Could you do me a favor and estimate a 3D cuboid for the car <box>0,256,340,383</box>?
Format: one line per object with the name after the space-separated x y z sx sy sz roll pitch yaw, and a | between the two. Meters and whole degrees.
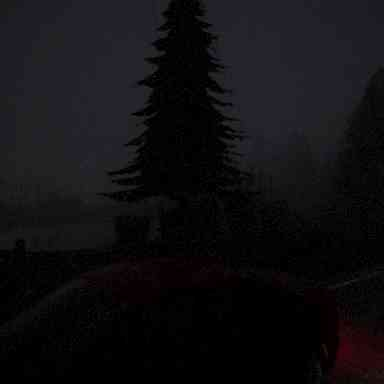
-0.554 1.490 3.288 5.008 1.535 1.882 0 0 -36 | car
